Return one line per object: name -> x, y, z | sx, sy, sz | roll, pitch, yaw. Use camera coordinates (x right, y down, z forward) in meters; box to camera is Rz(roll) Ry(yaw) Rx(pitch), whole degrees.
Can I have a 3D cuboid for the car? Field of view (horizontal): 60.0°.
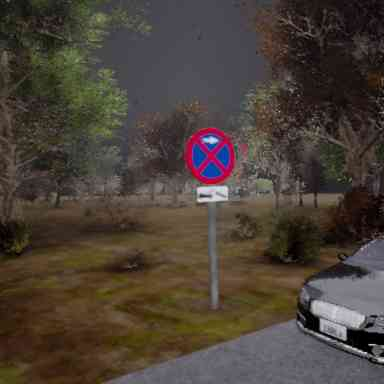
car -> 3.833, 1.492, 5.607 | 4.902, 1.511, 2.128 | 0, 0, -34
